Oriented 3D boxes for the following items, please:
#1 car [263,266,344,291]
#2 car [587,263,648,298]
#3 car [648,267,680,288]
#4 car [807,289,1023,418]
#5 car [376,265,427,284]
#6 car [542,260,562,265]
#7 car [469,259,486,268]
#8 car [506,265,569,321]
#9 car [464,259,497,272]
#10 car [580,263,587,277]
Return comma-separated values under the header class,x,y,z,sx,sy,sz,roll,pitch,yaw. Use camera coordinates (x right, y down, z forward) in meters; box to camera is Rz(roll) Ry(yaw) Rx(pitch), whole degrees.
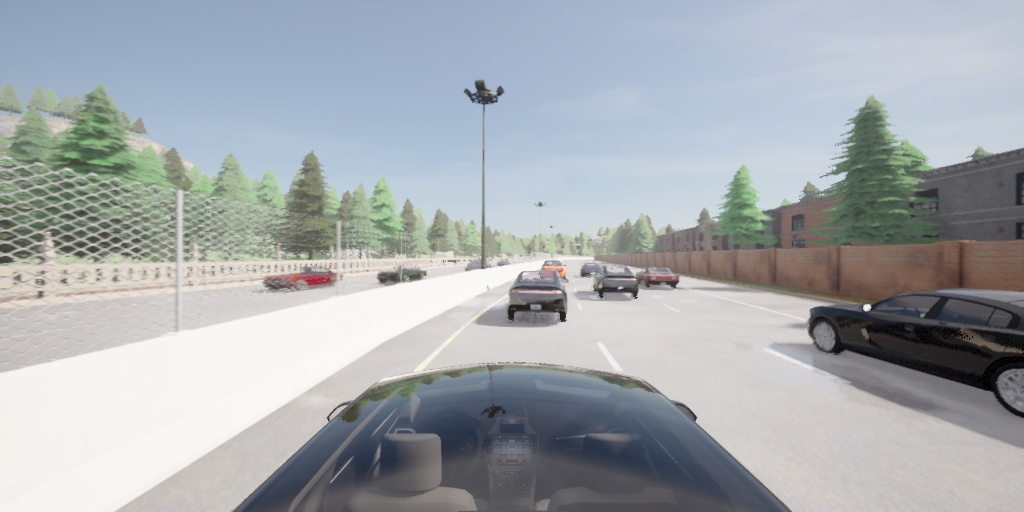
class,x,y,z,sx,sy,sz,roll,pitch,yaw
car,-12.249,1.296,21.418,1.895,1.301,4.718,0,0,9
car,5.283,1.265,18.691,2.128,1.511,4.902,0,0,8
car,9.623,1.394,24.178,1.895,1.301,4.718,0,0,9
car,7.328,1.260,5.796,1.882,1.535,5.008,0,0,3
car,-7.960,1.316,26.311,1.895,1.301,4.718,0,0,9
car,3.483,1.118,30.290,2.097,1.767,4.553,0,0,9
car,-5.910,1.248,62.326,1.812,1.442,4.674,0,0,9
car,0.944,1.242,12.546,2.128,1.511,4.902,0,0,6
car,-3.199,1.227,34.224,2.128,1.511,4.902,0,0,9
car,7.952,1.350,36.368,1.994,1.385,4.181,0,0,9
